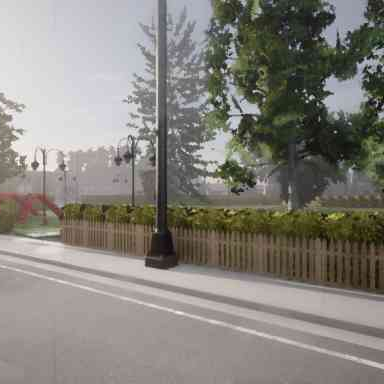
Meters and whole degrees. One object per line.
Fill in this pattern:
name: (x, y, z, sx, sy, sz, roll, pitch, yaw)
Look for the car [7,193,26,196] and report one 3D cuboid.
car: (-28.556, 1.222, 51.989, 2.150, 2.045, 5.566, 0, 0, 35)
